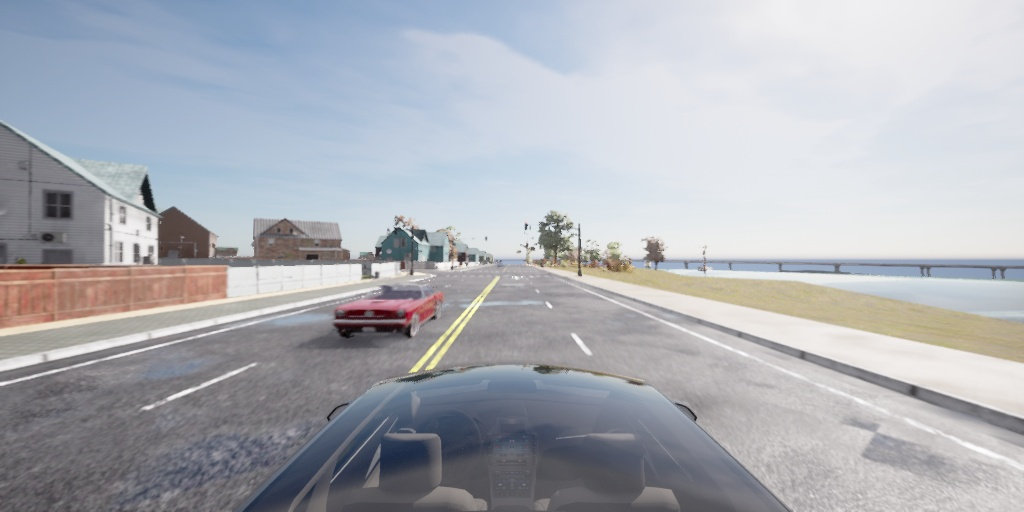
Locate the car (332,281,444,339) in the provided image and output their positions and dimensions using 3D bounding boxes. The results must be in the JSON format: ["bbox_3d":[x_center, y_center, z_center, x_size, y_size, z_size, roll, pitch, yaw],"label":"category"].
[{"bbox_3d":[-3.349,1.452,10.617,1.895,1.301,4.718,0,-1,0],"label":"car"}]
